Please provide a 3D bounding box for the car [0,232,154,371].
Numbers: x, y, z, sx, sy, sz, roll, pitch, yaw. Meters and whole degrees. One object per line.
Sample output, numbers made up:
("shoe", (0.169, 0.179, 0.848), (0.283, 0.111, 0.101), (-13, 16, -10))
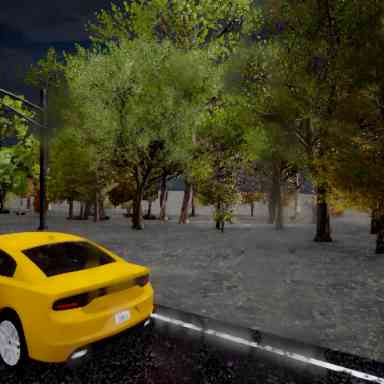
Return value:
("car", (-2.922, 1.444, 5.765), (5.008, 1.535, 1.882), (1, 0, 35))
